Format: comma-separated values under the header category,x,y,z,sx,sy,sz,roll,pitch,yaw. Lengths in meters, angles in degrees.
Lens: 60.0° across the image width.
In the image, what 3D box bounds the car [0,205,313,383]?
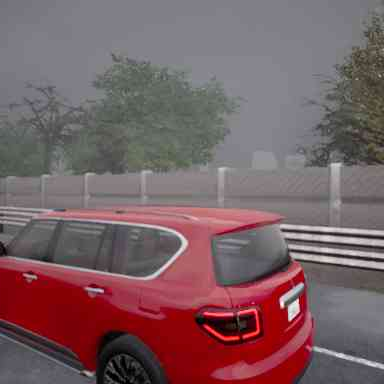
category,x,y,z,sx,sy,sz,roll,pitch,yaw
car,-1.227,1.201,4.715,5.566,2.045,2.150,0,0,35
